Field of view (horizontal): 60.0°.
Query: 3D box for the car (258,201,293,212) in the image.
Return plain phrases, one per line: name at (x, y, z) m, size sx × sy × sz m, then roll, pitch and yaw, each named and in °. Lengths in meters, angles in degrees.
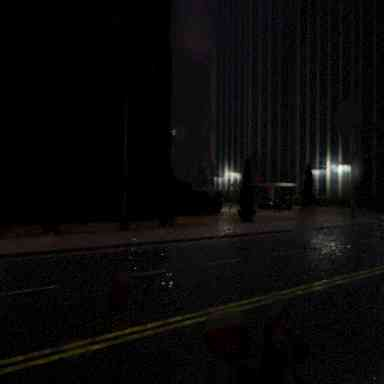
car at (11.503, 1.936, 45.984) m, size 1.895 × 1.301 × 4.718 m, roll 1°, pitch 0°, yaw -36°
